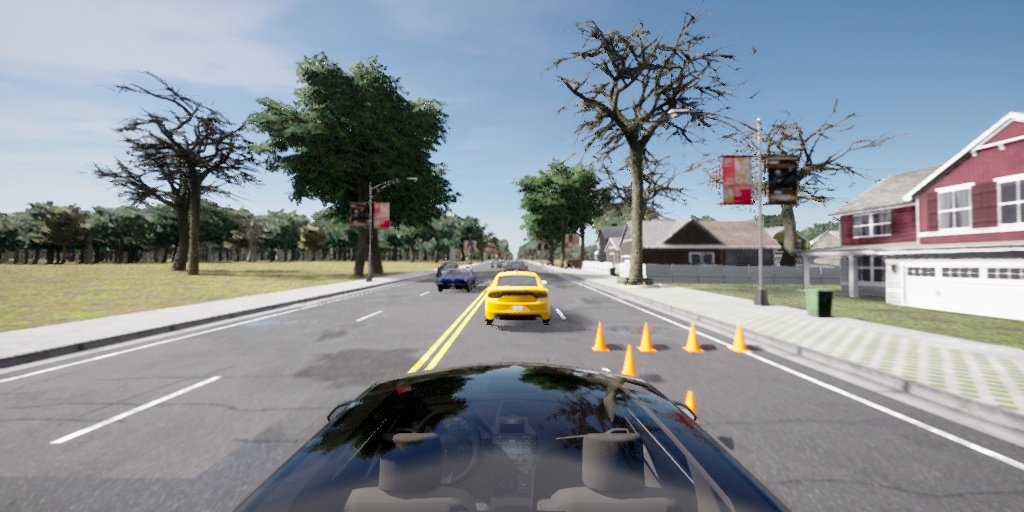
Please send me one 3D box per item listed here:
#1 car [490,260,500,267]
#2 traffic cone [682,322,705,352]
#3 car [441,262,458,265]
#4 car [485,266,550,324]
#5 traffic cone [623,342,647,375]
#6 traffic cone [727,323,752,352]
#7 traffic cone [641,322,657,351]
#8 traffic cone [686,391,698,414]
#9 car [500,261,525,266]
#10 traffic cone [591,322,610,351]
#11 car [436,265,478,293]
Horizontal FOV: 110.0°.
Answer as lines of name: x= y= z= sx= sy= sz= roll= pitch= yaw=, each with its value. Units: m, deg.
car: x=-2.779 y=1.484 z=63.361 sx=2.128 sy=1.511 sz=4.902 roll=0 pitch=0 yaw=1
traffic cone: x=3.908 y=1.733 z=7.749 sx=0.340 sy=0.580 sz=0.340 roll=0 pitch=0 yaw=0
car: x=-6.320 y=1.354 z=36.158 sx=2.128 sy=1.511 sz=4.902 roll=0 pitch=0 yaw=0
car: x=0.178 y=1.260 z=12.140 sx=1.882 sy=1.535 sz=5.008 roll=0 pitch=0 yaw=0
traffic cone: x=1.892 y=1.722 z=5.766 sx=0.340 sy=0.580 sz=0.340 roll=0 pitch=0 yaw=0
traffic cone: x=4.908 y=1.735 z=7.741 sx=0.340 sy=0.580 sz=0.340 roll=0 pitch=0 yaw=0
traffic cone: x=2.908 y=1.731 z=7.757 sx=0.340 sy=0.580 sz=0.340 roll=0 pitch=0 yaw=0
traffic cone: x=1.875 y=1.716 z=3.766 sx=0.340 sy=0.580 sz=0.340 roll=0 pitch=0 yaw=0
car: x=0.330 y=1.205 z=30.352 sx=2.097 sy=1.767 sz=4.553 roll=0 pitch=0 yaw=0
traffic cone: x=1.909 y=1.728 z=7.766 sx=0.340 sy=0.580 sz=0.340 roll=0 pitch=0 yaw=0
car: x=-3.195 y=1.409 z=21.565 sx=1.895 sy=1.301 sz=4.718 roll=0 pitch=0 yaw=0
